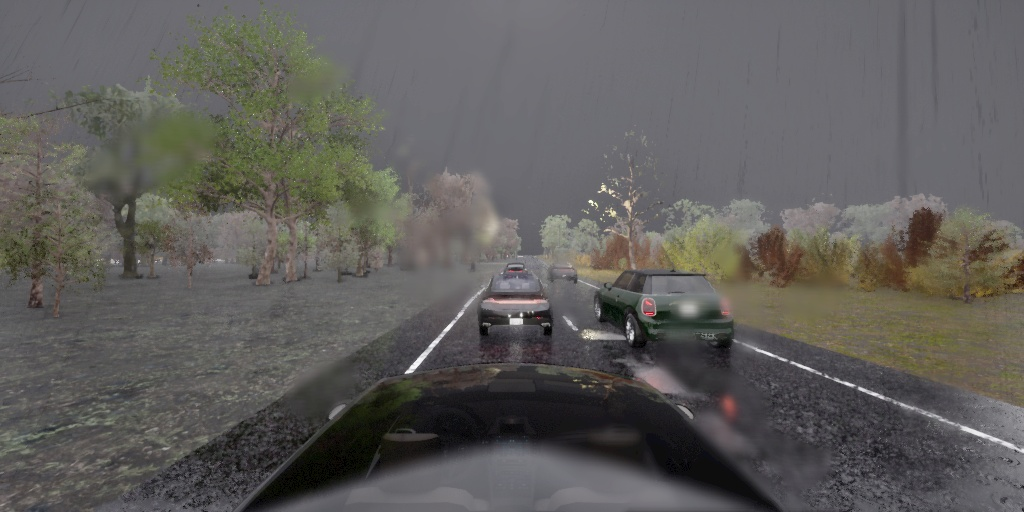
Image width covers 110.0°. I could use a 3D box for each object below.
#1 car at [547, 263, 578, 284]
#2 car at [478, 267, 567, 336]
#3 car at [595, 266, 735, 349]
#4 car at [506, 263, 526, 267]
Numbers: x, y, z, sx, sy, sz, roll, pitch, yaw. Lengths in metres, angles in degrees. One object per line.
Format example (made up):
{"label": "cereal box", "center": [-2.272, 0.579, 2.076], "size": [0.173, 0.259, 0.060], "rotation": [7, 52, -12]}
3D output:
{"label": "car", "center": [3.800, 1.245, 27.336], "size": [2.128, 1.511, 4.902], "rotation": [0, 0, 1]}
{"label": "car", "center": [0.101, 1.243, 10.395], "size": [2.128, 1.511, 4.902], "rotation": [0, 0, 0]}
{"label": "car", "center": [3.598, 1.103, 9.359], "size": [2.097, 1.767, 4.553], "rotation": [0, 0, 1]}
{"label": "car", "center": [0.304, 1.259, 27.608], "size": [1.837, 1.490, 4.892], "rotation": [0, 0, 1]}
